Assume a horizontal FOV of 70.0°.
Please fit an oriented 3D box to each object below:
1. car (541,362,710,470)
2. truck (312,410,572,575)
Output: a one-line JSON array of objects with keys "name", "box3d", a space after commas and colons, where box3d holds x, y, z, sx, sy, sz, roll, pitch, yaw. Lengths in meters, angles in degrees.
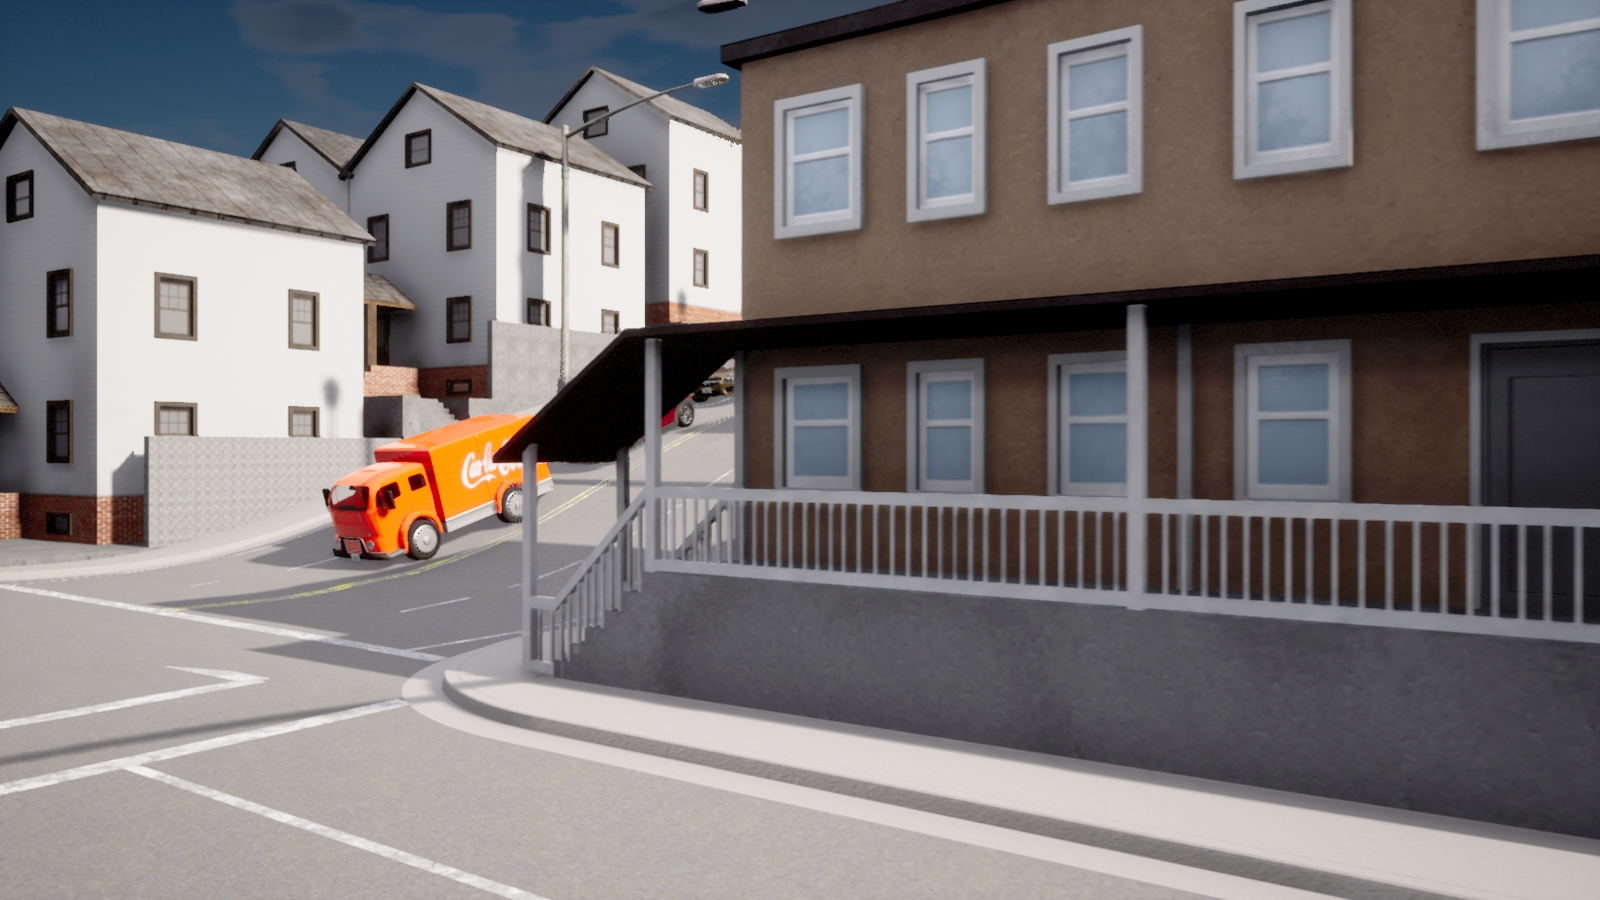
[{"name": "car", "box3d": [-4.976, -1.046, 33.230, 2.097, 1.767, 4.553, 0, 19, 34]}, {"name": "truck", "box3d": [-8.568, 0.875, 27.932, 2.627, 2.467, 5.204, 0, 16, 34]}]
